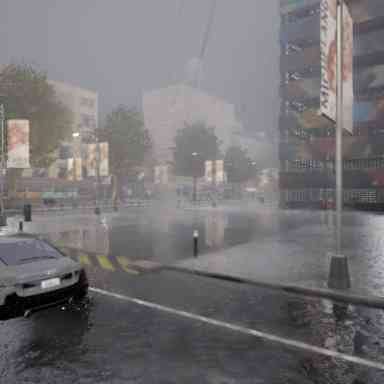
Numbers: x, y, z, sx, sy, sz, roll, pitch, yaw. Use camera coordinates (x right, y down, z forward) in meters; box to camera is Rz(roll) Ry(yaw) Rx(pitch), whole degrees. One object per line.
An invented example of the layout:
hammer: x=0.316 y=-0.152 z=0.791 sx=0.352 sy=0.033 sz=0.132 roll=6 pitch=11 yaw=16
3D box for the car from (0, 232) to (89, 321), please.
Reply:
car: x=-4.100 y=1.559 z=6.990 sx=4.181 sy=1.385 sz=1.994 roll=0 pitch=0 yaw=36

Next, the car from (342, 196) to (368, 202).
car: x=19.046 y=1.314 z=38.260 sx=2.002 sy=1.452 sz=4.674 roll=0 pitch=0 yaw=36
